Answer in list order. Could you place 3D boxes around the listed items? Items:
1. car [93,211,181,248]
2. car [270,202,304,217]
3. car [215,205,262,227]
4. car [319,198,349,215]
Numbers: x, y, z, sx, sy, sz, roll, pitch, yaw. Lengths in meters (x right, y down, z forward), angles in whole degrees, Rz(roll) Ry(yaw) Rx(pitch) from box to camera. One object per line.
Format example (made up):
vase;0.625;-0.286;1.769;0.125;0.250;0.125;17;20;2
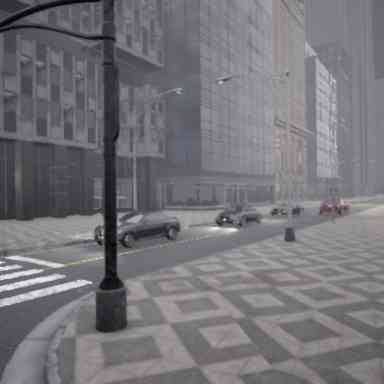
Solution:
car;-2.424;1.642;15.754;1.812;1.442;4.674;-1;0;37
car;9.172;1.676;31.970;1.895;1.301;4.718;-1;0;36
car;3.388;1.664;23.869;1.994;1.385;4.181;-1;0;37
car;14.663;1.371;34.170;2.097;1.767;4.553;-1;0;36
